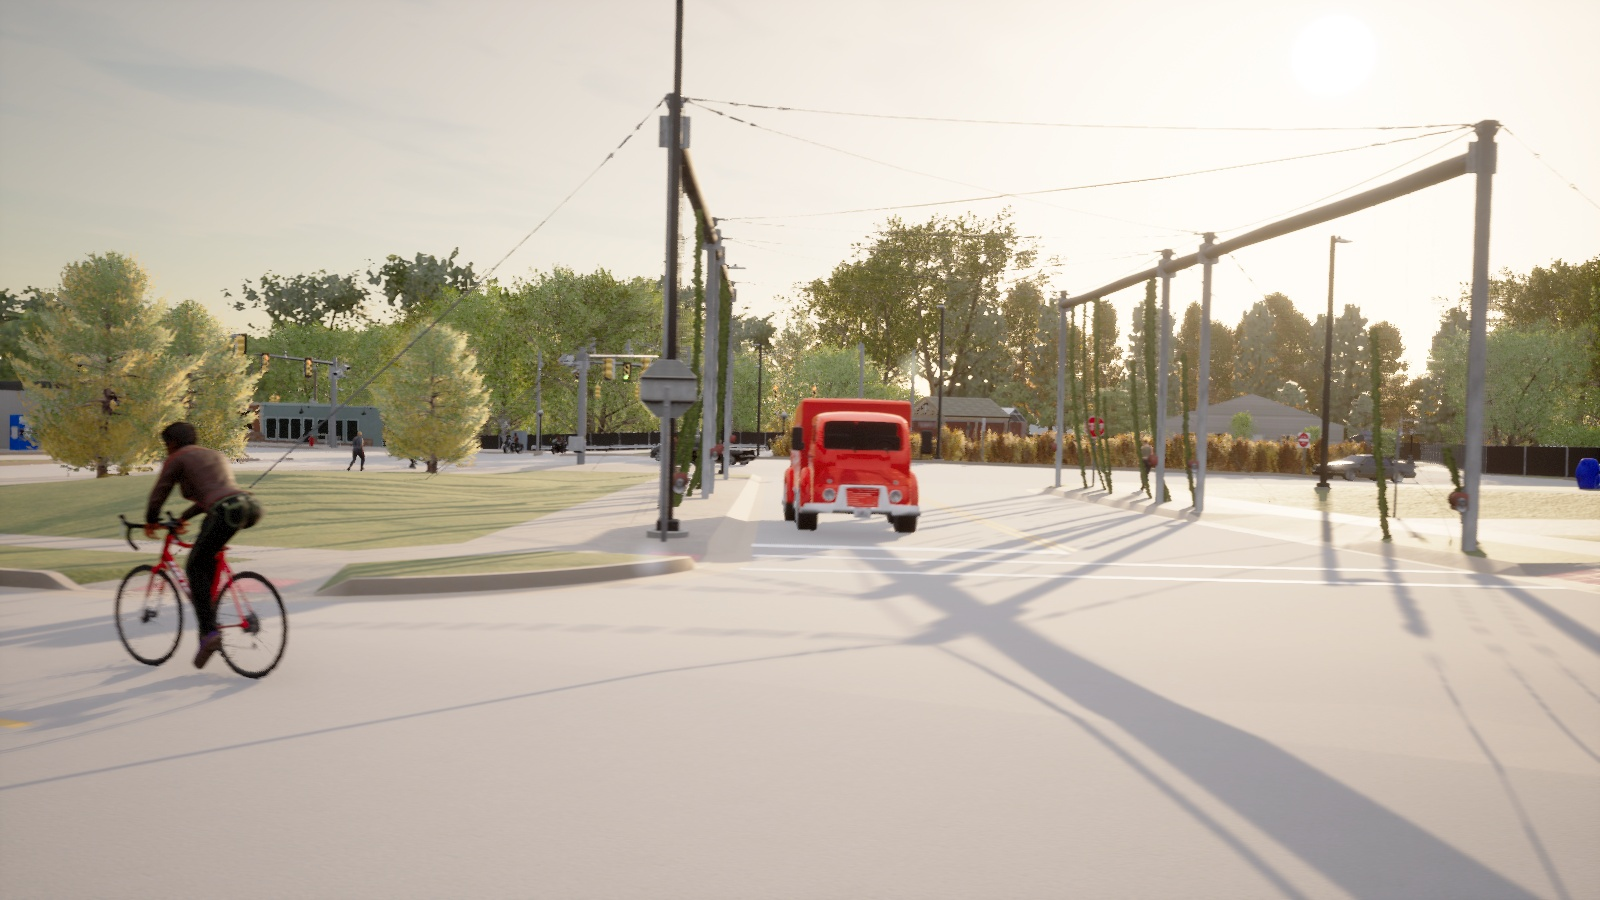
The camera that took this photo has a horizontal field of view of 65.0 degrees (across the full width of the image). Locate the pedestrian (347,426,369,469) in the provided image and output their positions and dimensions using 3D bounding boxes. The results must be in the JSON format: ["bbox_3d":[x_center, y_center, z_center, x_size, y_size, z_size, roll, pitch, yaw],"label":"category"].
[{"bbox_3d":[-19.165,-0.126,54.481,0.540,1.848,0.694,3,2,20],"label":"pedestrian"}]

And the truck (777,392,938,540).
[{"bbox_3d":[0.946,0.274,24.278,2.627,2.467,5.204,2,0,-2],"label":"truck"}]

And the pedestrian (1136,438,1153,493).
[{"bbox_3d":[11.704,0.529,42.703,0.345,1.836,0.594,2,2,0],"label":"pedestrian"}]

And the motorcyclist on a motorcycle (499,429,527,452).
[{"bbox_3d":[-21.108,-0.663,92.512,0.766,1.649,2.350,1,0,22],"label":"motorcyclist on a motorcycle"}]

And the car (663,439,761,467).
[{"bbox_3d":[-4.585,0.124,65.210,4.718,1.301,1.895,1,1,25],"label":"car"}]

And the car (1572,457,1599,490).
[{"bbox_3d":[40.440,1.163,60.788,2.152,1.651,5.027,1,-1,-18],"label":"car"}]

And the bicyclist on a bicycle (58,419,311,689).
[{"bbox_3d":[-4.004,0.611,8.146,1.656,1.620,0.582,1,1,27],"label":"bicyclist on a bicycle"}]

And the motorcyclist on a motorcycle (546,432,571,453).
[{"bbox_3d":[-17.516,-0.541,91.182,0.797,1.523,2.044,2,0,19],"label":"motorcyclist on a motorcycle"}]

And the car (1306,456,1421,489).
[{"bbox_3d":[29.298,1.155,65.365,5.357,1.411,2.033,3,1,-17],"label":"car"}]
